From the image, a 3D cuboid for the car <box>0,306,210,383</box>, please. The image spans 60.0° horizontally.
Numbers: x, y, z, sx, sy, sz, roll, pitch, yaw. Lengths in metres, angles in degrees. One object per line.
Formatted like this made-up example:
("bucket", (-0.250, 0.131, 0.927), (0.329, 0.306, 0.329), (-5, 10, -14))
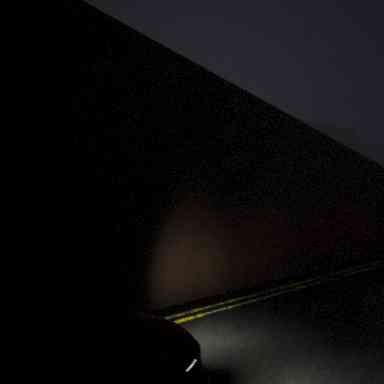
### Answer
("car", (-2.011, 1.528, 2.313), (4.674, 1.442, 1.812), (0, 0, -35))
